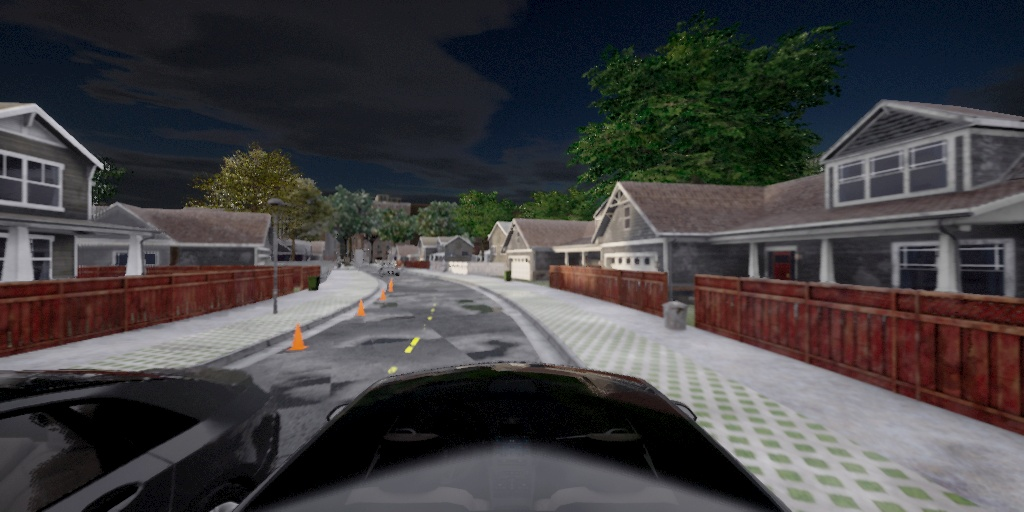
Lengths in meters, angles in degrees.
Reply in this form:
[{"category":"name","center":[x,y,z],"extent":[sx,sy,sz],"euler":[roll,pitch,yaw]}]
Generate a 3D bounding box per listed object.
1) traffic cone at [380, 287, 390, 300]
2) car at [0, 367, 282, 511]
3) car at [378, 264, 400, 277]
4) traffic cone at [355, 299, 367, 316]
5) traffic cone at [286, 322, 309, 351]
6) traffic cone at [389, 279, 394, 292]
[{"category":"traffic cone","center":[-6.294,1.854,17.523],"extent":[0.340,0.580,0.340],"euler":[0,0,-13]},{"category":"car","center":[-2.519,1.250,0.548],"extent":[1.837,1.490,4.892],"euler":[0,0,-1]},{"category":"car","center":[-14.027,1.637,40.761],"extent":[1.994,1.385,4.181],"euler":[0,0,-26]},{"category":"traffic cone","center":[-5.375,1.812,12.766],"extent":[0.340,0.580,0.340],"euler":[0,0,-9]},{"category":"traffic cone","center":[-4.753,1.769,7.960],"extent":[0.340,0.580,0.340],"euler":[0,0,-6]},{"category":"traffic cone","center":[-7.505,1.896,22.216],"extent":[0.340,0.580,0.340],"euler":[0,0,-16]}]
